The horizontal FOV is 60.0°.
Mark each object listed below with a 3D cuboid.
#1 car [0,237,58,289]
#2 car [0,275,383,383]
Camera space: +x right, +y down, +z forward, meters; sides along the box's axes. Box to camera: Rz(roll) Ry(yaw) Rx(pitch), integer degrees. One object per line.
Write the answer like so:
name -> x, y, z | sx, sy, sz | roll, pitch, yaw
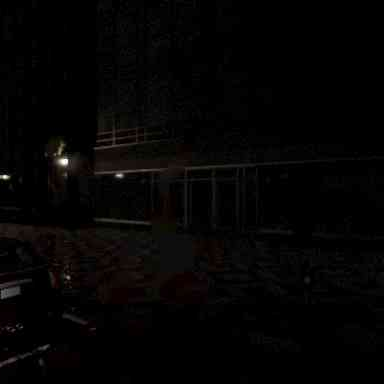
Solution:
car -> -4.198, 1.493, 5.949 | 4.097, 1.590, 1.967 | -1, 0, 35
car -> 0.394, 1.590, 2.678 | 4.206, 1.307, 1.802 | -1, 0, 35
